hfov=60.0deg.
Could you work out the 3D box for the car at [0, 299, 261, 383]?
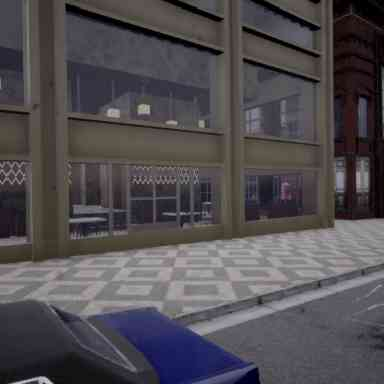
[{"bbox_3d":[-1.841,1.601,2.062,4.718,1.301,1.895,0,0,-36],"label":"car"}]
